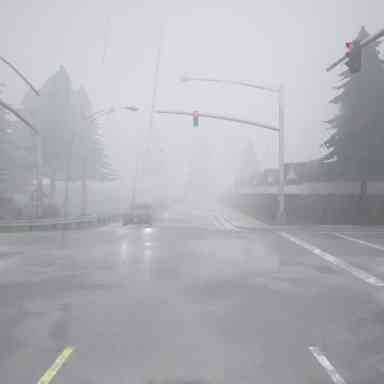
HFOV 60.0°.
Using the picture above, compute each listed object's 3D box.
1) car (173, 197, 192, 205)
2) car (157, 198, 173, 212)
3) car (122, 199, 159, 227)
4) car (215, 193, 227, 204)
[{"bbox_3d":[-1.808,1.554,57.848,1.994,1.385,4.181,0,0,32],"label":"car"},{"bbox_3d":[-3.599,1.499,38.168,1.837,1.490,4.892,0,2,0],"label":"car"},{"bbox_3d":[-3.558,1.505,23.013,1.837,1.490,4.892,0,0,-1],"label":"car"},{"bbox_3d":[6.889,1.206,60.906,5.566,2.045,2.150,0,0,-22],"label":"car"}]
